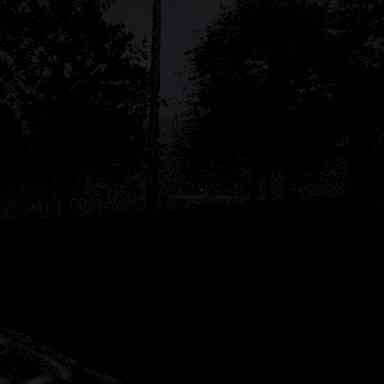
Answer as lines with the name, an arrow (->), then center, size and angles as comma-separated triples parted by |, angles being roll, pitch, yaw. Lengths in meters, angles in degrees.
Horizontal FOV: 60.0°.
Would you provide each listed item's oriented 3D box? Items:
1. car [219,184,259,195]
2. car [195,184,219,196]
car -> 7.040, -0.233, 47.704 | 5.357, 1.411, 2.033 | -3, 3, -27
car -> 2.706, -0.402, 49.313 | 4.553, 1.767, 2.097 | -3, 3, -29
